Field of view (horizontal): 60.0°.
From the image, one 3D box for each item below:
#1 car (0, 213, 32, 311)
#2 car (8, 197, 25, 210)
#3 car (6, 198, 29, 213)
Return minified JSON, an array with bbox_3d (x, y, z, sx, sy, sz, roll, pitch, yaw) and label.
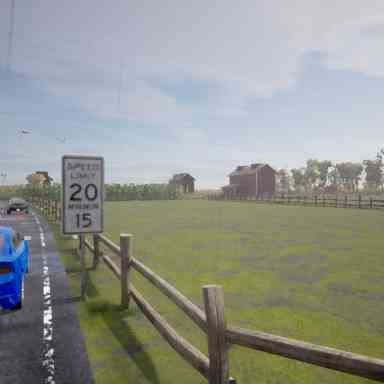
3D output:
[{"bbox_3d":[-4.719,1.479,7.375,1.882,1.535,5.008,0,0,-24],"label":"car"},{"bbox_3d":[-23.341,1.505,44.069,1.837,1.490,4.892,0,0,-30],"label":"car"},{"bbox_3d":[-18.395,1.508,35.178,1.837,1.490,4.892,0,0,-28],"label":"car"}]
